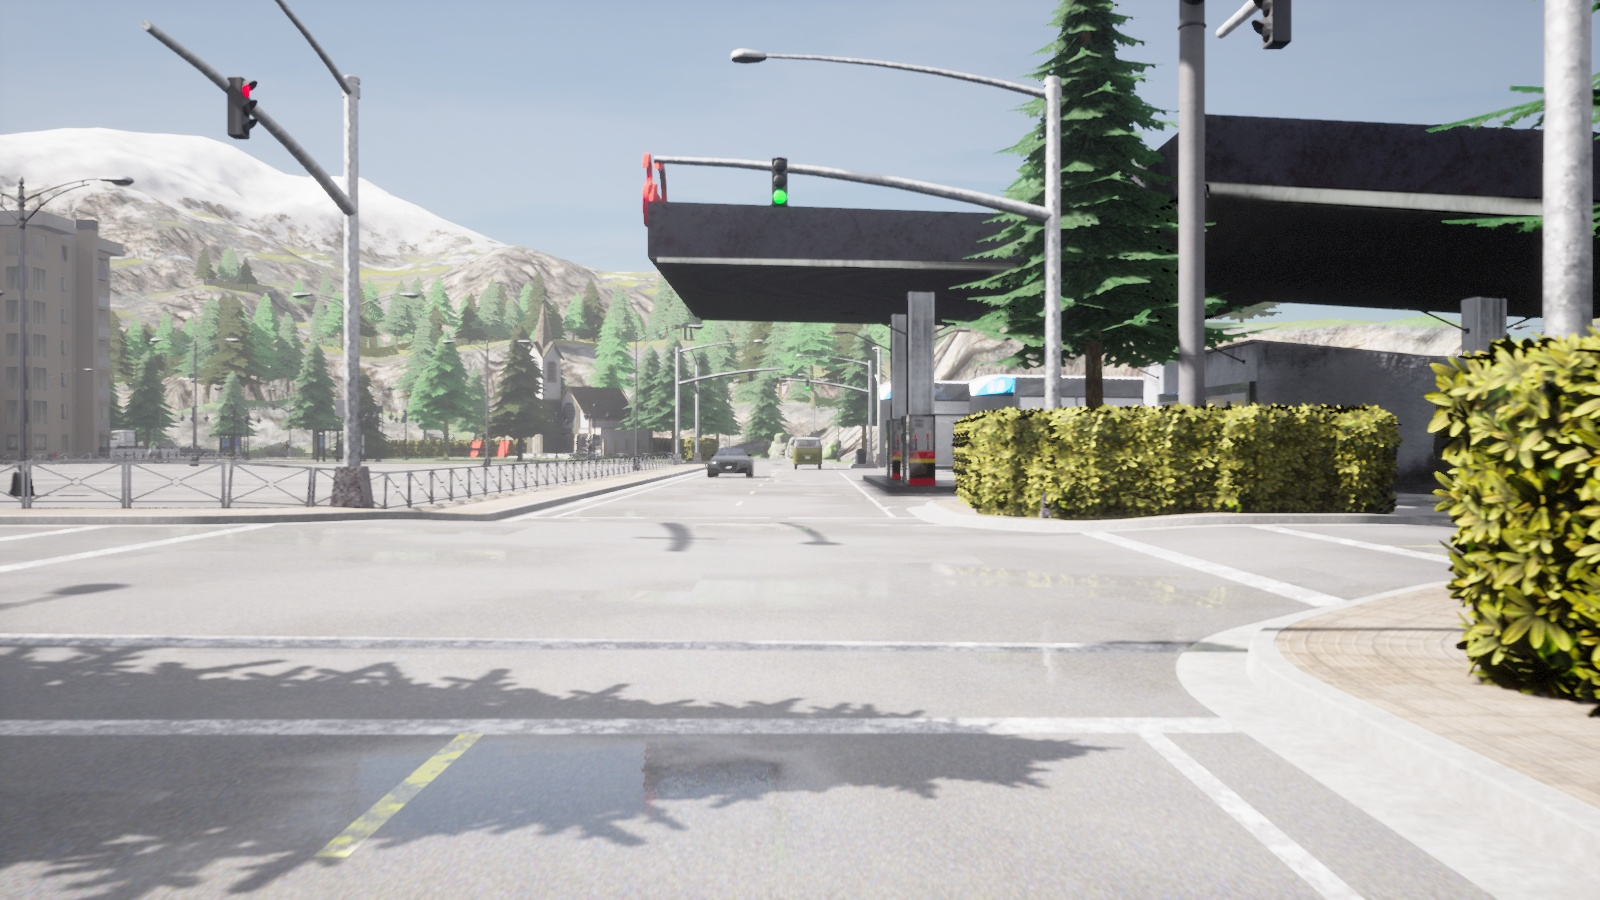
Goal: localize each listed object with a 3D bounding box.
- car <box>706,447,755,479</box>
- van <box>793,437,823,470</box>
[{"bbox_3d":[-3.144,0.573,57.411,1.994,1.385,4.181,0,0,0],"label":"car"},{"bbox_3d":[0.474,0.184,77.386,1.775,1.987,4.442,0,0,0],"label":"van"}]
